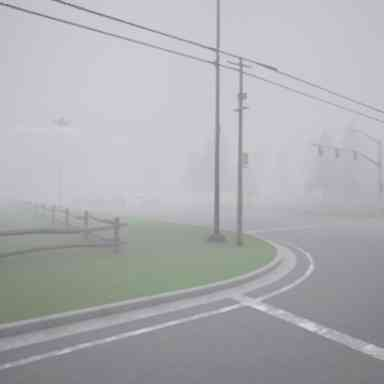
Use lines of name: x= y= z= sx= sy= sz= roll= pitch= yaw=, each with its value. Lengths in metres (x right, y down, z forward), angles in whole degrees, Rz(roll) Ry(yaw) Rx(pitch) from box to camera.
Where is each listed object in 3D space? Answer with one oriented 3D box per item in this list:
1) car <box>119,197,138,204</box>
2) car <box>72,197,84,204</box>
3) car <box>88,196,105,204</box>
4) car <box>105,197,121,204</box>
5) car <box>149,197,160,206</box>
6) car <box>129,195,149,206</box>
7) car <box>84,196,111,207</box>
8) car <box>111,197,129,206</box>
car: x=-13.817 y=1.778 z=71.998 sx=2.128 sy=1.511 sz=4.902 roll=1 pitch=0 yaw=-35
car: x=-22.406 y=1.628 z=65.959 sx=1.882 sy=1.535 sz=5.008 roll=1 pitch=0 yaw=-35
car: x=-19.543 y=1.683 z=67.972 sx=1.837 sy=1.490 sz=4.892 roll=1 pitch=0 yaw=-35
car: x=-16.680 y=1.769 z=69.984 sx=1.994 sy=1.385 sz=4.181 roll=1 pitch=0 yaw=-35
car: x=-7.891 y=1.662 z=63.572 sx=2.097 sy=1.767 sz=4.553 roll=1 pitch=0 yaw=-35
car: x=-10.614 y=1.495 z=61.362 sx=2.150 sy=2.045 sz=5.566 roll=1 pitch=0 yaw=-35
car: x=-16.429 y=1.693 z=57.458 sx=2.128 sy=1.511 sz=4.902 roll=1 pitch=0 yaw=-35
car: x=-13.663 y=1.590 z=59.612 sx=2.097 sy=1.767 sz=4.553 roll=1 pitch=0 yaw=-35
